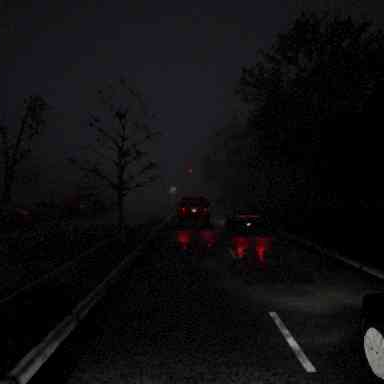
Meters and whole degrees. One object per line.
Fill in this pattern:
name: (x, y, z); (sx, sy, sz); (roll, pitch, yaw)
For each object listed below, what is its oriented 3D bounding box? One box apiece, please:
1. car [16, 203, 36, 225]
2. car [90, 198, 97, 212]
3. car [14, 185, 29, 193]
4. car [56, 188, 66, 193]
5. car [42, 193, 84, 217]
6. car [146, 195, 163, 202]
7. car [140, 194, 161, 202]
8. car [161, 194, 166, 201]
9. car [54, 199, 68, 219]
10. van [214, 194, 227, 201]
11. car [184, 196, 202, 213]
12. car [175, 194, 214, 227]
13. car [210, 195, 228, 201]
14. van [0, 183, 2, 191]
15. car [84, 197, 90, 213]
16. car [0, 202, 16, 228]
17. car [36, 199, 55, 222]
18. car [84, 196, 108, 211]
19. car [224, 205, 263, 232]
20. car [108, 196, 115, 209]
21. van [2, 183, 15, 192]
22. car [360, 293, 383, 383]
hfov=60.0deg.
car: (-13.829, 1.467, 23.514); (4.553, 1.767, 2.185); (-1, -1, -20)
car: (-13.765, 1.760, 38.527); (4.674, 1.452, 2.002); (-1, 0, -20)
car: (-40.191, -0.481, 79.377); (2.231, 1.521, 4.892); (6, -3, -19)
car: (-31.153, 0.085, 79.322); (2.435, 2.045, 5.566); (6, -3, -19)
car: (-13.815, 1.415, 32.512); (5.566, 2.045, 2.435); (-1, 0, -20)
car: (-10.699, 1.815, 94.325); (4.553, 1.767, 2.185); (-1, -1, -14)
car: (-11.437, 1.934, 88.380); (4.792, 1.488, 2.163); (-1, 0, -15)
car: (-10.793, 1.913, 91.373); (5.366, 1.575, 1.946); (-1, -1, -15)
car: (-13.815, 1.670, 29.507); (4.792, 1.488, 2.163); (-1, 0, -20)
van: (7.290, 1.637, 90.977); (4.442, 1.987, 1.878); (1, 0, -14)
car: (0.147, 1.474, 41.249); (2.150, 2.045, 5.566); (0, -1, 0)
car: (0.109, 1.320, 23.948); (2.150, 2.045, 5.566); (0, -1, -1)
car: (7.674, 1.758, 93.946); (4.553, 1.767, 2.185); (1, -1, -14)
van: (-46.152, -1.253, 79.352); (1.878, 1.987, 4.442); (7, -3, -19)
car: (-13.955, 1.692, 35.460); (5.366, 1.575, 1.946); (-1, 0, -20)
car: (-13.769, 1.445, 20.528); (4.553, 1.767, 2.185); (-1, 0, -20)
car: (-13.800, 1.617, 26.523); (4.892, 1.521, 2.231); (-1, -1, -20)
car: (-13.785, 1.496, 41.526); (5.566, 2.045, 2.435); (-1, 0, -20)
car: (3.105, 1.570, 20.560); (2.128, 1.511, 4.902); (0, 0, 0)
car: (-13.712, 1.523, 44.562); (5.566, 2.045, 2.435); (-1, -1, -20)
van: (-43.136, -0.980, 79.321); (1.878, 1.987, 4.442); (7, -3, -19)
car: (3.101, 1.482, 2.322); (1.882, 1.535, 5.008); (0, 0, 0)
